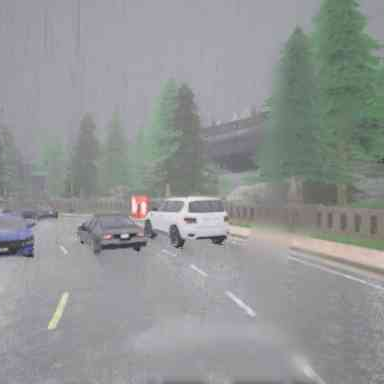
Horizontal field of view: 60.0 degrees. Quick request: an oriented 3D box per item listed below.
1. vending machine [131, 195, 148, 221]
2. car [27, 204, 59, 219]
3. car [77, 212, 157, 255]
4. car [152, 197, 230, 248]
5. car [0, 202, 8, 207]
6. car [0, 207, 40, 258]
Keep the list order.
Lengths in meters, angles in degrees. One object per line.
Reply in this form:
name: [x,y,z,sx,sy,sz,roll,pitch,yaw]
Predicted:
vending machine: [-4.340,1.284,27.635,1.100,2.100,0.880,-1,0,-45]
car: [-13.930,1.760,29.914,4.181,1.385,1.994,-1,0,33]
car: [-3.501,1.606,13.880,2.033,1.411,5.357,-1,0,-27]
car: [-0.421,1.249,15.214,2.150,2.045,5.566,0,0,-26]
car: [-17.152,1.581,27.816,4.553,1.767,2.097,-1,0,31]
car: [-7.179,1.575,12.719,1.882,1.535,5.008,0,0,-29]
